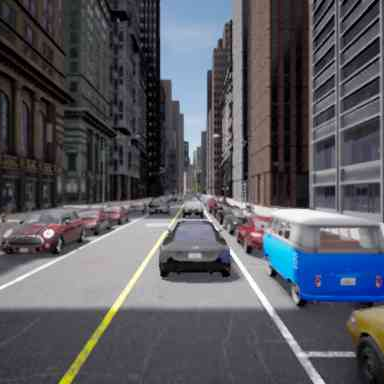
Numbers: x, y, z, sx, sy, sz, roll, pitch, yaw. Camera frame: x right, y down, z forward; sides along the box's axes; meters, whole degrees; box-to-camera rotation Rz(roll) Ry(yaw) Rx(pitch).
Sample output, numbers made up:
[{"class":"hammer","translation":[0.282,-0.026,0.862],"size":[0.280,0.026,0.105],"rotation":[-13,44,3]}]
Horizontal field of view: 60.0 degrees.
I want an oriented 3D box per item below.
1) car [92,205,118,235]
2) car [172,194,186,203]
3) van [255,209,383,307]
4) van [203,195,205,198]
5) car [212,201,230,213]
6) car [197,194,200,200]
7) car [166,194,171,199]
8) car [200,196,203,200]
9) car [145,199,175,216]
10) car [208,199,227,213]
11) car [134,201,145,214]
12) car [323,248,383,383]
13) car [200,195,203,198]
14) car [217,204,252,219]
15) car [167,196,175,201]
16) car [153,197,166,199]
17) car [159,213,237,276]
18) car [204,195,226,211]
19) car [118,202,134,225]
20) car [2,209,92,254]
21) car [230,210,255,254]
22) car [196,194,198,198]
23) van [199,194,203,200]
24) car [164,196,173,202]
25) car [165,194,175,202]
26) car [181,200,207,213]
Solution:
[{"class":"car","translation":[-5.750,1.621,19.019],"size":[1.802,1.307,4.206],"rotation":[0,0,0]},{"class":"car","translation":[-2.962,1.673,74.256],"size":[1.837,1.490,4.892],"rotation":[0,0,0]},{"class":"van","translation":[2.770,1.356,7.747],"size":[1.690,1.788,3.998],"rotation":[0,0,0]},{"class":"van","translation":[2.790,1.450,47.204],"size":[1.690,1.788,3.998],"rotation":[0,0,0]},{"class":"car","translation":[2.778,1.618,24.657],"size":[1.947,1.339,4.313],"rotation":[0,0,0]},{"class":"car","translation":[2.804,1.628,75.386],"size":[1.967,1.590,4.097],"rotation":[0,0,0]},{"class":"car","translation":[-5.727,1.595,64.111],"size":[1.967,1.590,4.097],"rotation":[0,0,0]},{"class":"car","translation":[2.792,1.674,52.840],"size":[2.008,1.369,4.403],"rotation":[0,0,0]},{"class":"car","translation":[-3.081,1.637,32.921],"size":[1.994,1.385,4.181],"rotation":[0,0,0]},{"class":"car","translation":[2.780,1.632,30.293],"size":[1.947,1.339,4.313],"rotation":[0,0,0]},{"class":"car","translation":[-5.742,1.662,35.928],"size":[1.802,1.307,4.206],"rotation":[0,0,0]},{"class":"car","translation":[2.767,1.530,2.281],"size":[1.752,1.417,4.829],"rotation":[0,0,0]},{"class":"car","translation":[2.795,1.665,58.646],"size":[1.752,1.417,4.829],"rotation":[0,0,0]},{"class":"car","translation":[2.775,1.590,19.021],"size":[2.008,1.369,4.403],"rotation":[0,0,0]},{"class":"car","translation":[-5.713,1.804,92.291],"size":[1.947,1.339,4.313],"rotation":[0,0,0]},{"class":"car","translation":[-5.733,1.689,52.838],"size":[1.947,1.339,4.313],"rotation":[0,0,0]},{"class":"car","translation":[0.089,1.585,10.439],"size":[1.994,1.385,4.181],"rotation":[0,0,0]},{"class":"car","translation":[2.784,1.395,35.931],"size":[2.192,1.841,5.009],"rotation":[0,0,0]},{"class":"car","translation":[-5.747,1.634,24.656],"size":[1.802,1.307,4.206],"rotation":[0,0,0]},{"class":"car","translation":[-5.752,1.467,13.383],"size":[1.967,1.590,4.097],"rotation":[0,0,0]},{"class":"car","translation":[2.772,1.609,13.383],"size":[1.802,1.307,4.206],"rotation":[0,0,0]},{"class":"car","translation":[2.810,1.662,86.660],"size":[1.967,1.590,4.097],"rotation":[0,0,0]},{"class":"van","translation":[2.798,1.496,64.114],"size":[1.690,1.788,3.998],"rotation":[0,0,0]},{"class":"car","translation":[-5.719,1.750,81.018],"size":[1.887,1.381,4.507],"rotation":[0,0,0]},{"class":"car","translation":[-5.715,1.537,86.655],"size":[2.192,1.841,5.009],"rotation":[0,0,0]},{"class":"car","translation":[0.113,1.670,31.425],"size":[1.895,1.301,4.718],"rotation":[0,0,0]}]
